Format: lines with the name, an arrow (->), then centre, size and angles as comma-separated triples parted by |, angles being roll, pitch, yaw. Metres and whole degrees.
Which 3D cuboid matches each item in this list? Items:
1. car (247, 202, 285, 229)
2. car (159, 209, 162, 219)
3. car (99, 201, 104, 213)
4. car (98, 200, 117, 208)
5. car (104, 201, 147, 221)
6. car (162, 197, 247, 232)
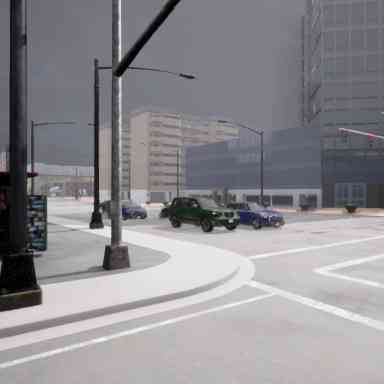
car -> 4.004, 1.459, 22.501 | 2.097, 1.767, 4.553 | 0, -1, -36
car -> -1.206, 1.772, 29.682 | 1.994, 1.385, 4.181 | 0, -1, -35
car -> -9.559, 1.904, 41.211 | 2.128, 1.511, 4.902 | 0, -1, -36
car -> -15.873, 2.281, 62.131 | 1.994, 1.385, 4.181 | 0, -1, -36
car -> -5.856, 1.604, 30.128 | 2.097, 1.767, 4.553 | 0, -1, -36
car -> 0.598, 1.335, 21.235 | 2.150, 2.045, 5.566 | 0, -1, -36
